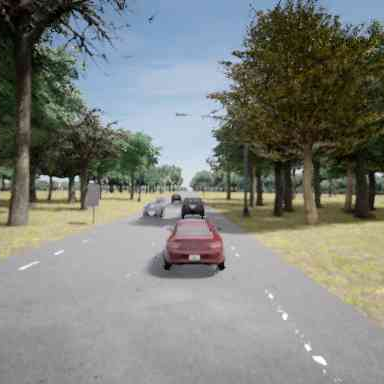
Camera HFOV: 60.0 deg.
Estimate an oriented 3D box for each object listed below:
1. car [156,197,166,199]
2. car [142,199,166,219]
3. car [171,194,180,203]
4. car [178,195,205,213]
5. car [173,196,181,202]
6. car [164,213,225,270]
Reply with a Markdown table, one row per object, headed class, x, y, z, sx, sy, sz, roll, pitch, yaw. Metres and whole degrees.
| class | x | y | z | sx | sy | sz | roll | pitch | yaw |
| --- | --- | --- | --- | --- | --- | --- | --- | --- | --- |
| car | -6.835 | 1.753 | 73.341 | 1.812 | 1.442 | 4.674 | 0 | 0 | -5 |
| car | -3.653 | 1.781 | 32.424 | 2.128 | 1.511 | 4.902 | 0 | 0 | 0 |
| car | -3.413 | 1.338 | 72.097 | 2.150 | 2.045 | 5.566 | 0 | 0 | -2 |
| car | 0.074 | 1.512 | 32.794 | 2.150 | 2.045 | 5.566 | 0 | 0 | 0 |
| car | -3.557 | 1.634 | 79.567 | 1.812 | 1.442 | 4.674 | 0 | 0 | 0 |
| car | 0.080 | 1.660 | 11.476 | 1.812 | 1.442 | 4.674 | 0 | 0 | 0 |
